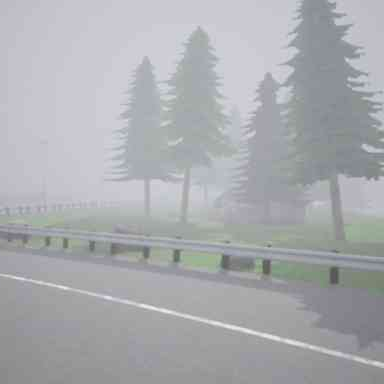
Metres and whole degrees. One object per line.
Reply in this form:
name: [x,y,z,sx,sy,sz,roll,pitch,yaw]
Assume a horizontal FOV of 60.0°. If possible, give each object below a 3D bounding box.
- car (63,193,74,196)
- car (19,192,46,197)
car: [-31.771,1.143,85.023,2.097,1.767,4.553,0,0,0]
car: [-32.656,1.054,69.205,2.150,2.045,5.566,0,0,11]
